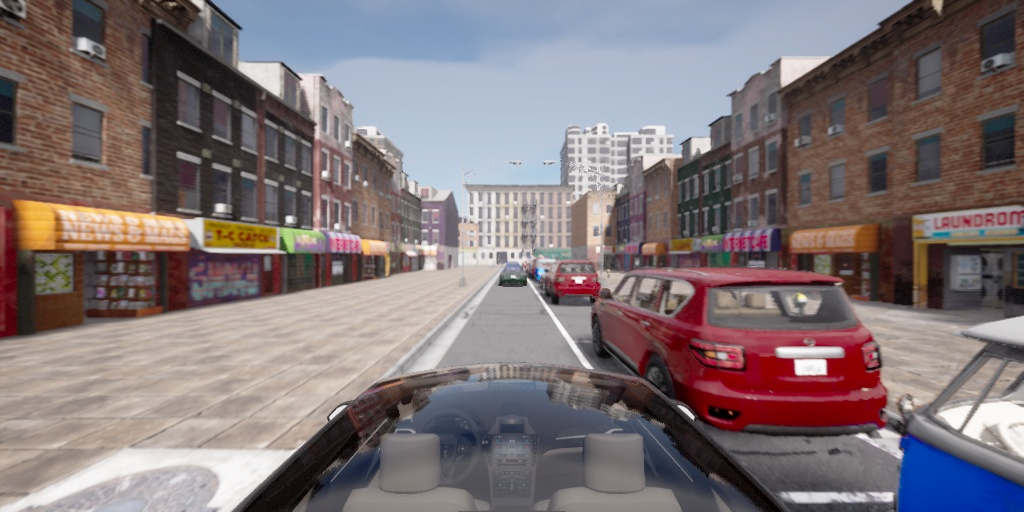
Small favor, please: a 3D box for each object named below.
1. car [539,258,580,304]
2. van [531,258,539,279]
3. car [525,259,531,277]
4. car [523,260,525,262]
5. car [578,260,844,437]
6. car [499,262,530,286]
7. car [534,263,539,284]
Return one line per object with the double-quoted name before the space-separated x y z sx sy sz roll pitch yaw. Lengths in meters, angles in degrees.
"car" 2.634 1.093 16.503 2.192 1.841 5.009 0 0 0
"van" 2.632 1.141 27.453 1.690 1.789 3.998 0 0 0
"car" 2.631 1.126 32.929 2.192 1.841 5.009 0 0 0
"car" 2.629 1.357 44.050 1.751 1.417 4.829 0 0 0
"car" 2.636 1.072 5.549 2.192 1.841 5.009 0 0 0
"car" 0.081 1.362 26.250 1.994 1.385 4.181 0 0 0
"car" 2.633 1.340 21.978 2.007 1.370 4.403 0 0 0
